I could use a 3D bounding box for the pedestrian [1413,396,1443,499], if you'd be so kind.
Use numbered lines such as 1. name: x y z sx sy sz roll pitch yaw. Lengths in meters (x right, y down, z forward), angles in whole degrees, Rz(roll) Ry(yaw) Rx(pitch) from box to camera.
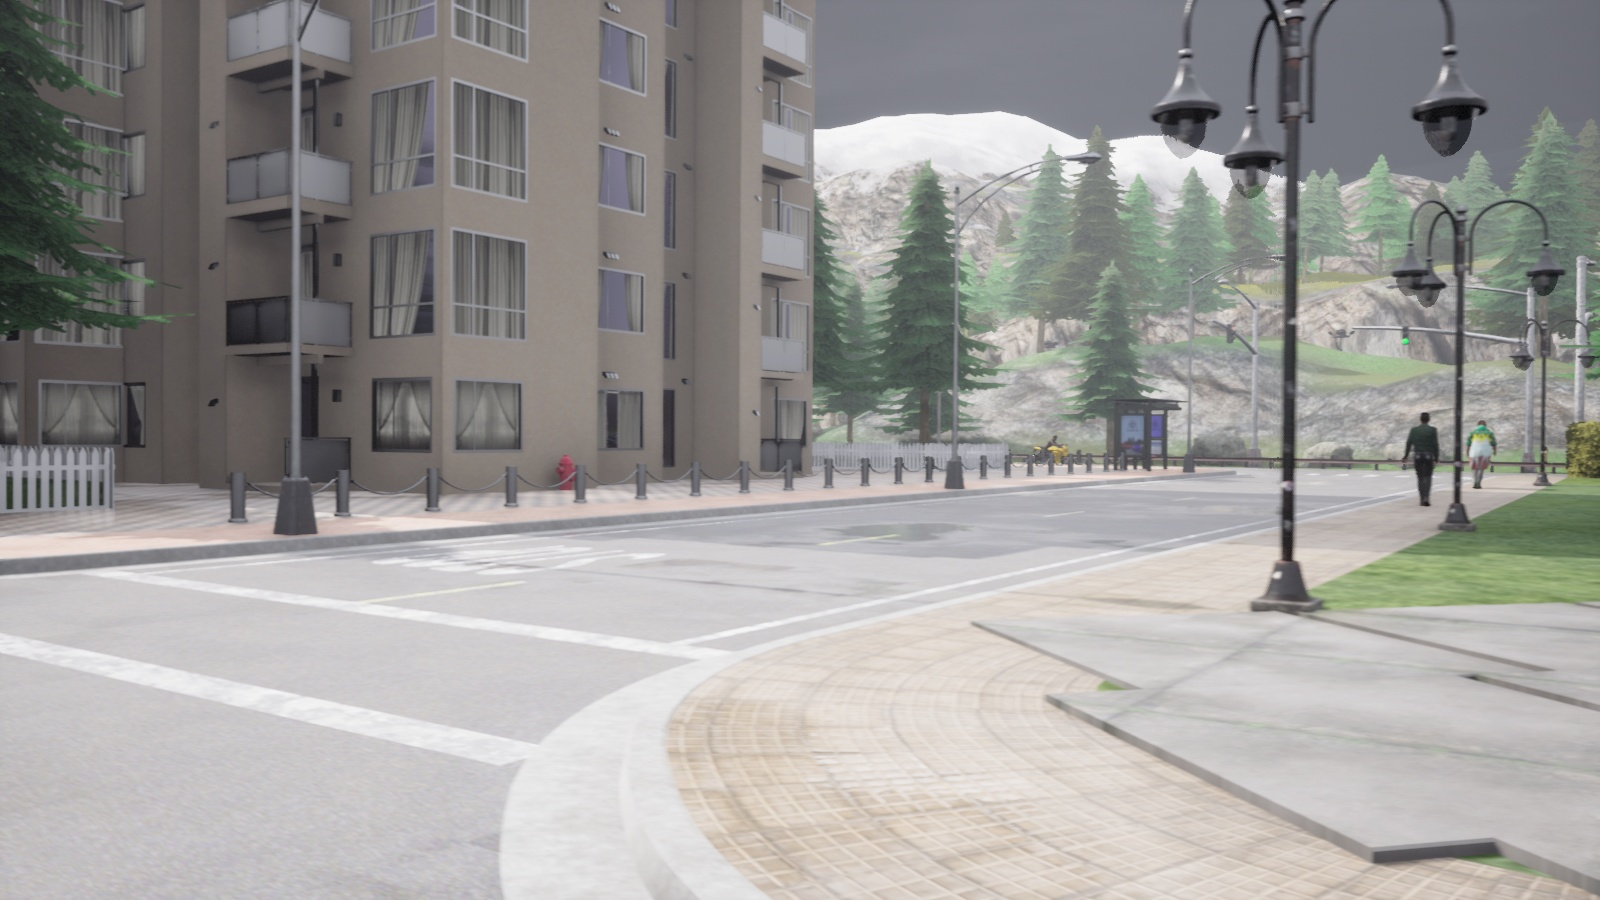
1. pedestrian: 12.133 -0.059 24.255 0.423 1.949 0.788 0 1 33

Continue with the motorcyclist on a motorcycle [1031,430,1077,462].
1. motorcyclist on a motorcycle: 12.295 -0.189 60.808 2.044 1.523 0.797 0 1 35

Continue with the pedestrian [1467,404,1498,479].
1. pedestrian: 18.038 -0.234 33.198 0.659 1.952 0.873 0 1 33
